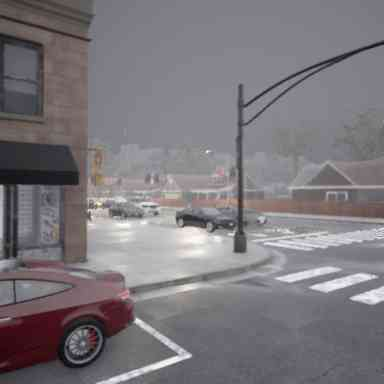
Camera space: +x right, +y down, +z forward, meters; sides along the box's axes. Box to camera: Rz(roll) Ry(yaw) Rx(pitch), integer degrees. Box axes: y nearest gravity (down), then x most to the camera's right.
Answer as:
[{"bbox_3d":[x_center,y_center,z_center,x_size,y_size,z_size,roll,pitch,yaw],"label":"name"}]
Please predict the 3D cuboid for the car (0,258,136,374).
[{"bbox_3d":[-2.779,1.583,4.203,4.206,1.307,1.802,0,0,-36],"label":"car"}]

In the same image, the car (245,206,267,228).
[{"bbox_3d":[3.192,1.672,23.825,2.128,1.511,4.902,0,-1,-36],"label":"car"}]

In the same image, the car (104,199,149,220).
[{"bbox_3d":[-6.249,1.740,31.422,1.837,1.490,4.892,0,1,-35],"label":"car"}]

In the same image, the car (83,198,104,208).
[{"bbox_3d":[-17.275,1.912,58.130,1.882,1.535,5.008,0,-1,-36],"label":"car"}]

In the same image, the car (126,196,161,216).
[{"bbox_3d":[-5.505,1.495,35.963,2.150,2.045,5.566,0,-1,-36],"label":"car"}]

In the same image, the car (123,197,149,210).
[{"bbox_3d":[-8.769,1.743,51.841,2.097,1.767,4.553,0,-1,-36],"label":"car"}]

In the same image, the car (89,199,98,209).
[{"bbox_3d":[-16.172,1.862,51.000,1.882,1.535,5.008,0,-1,-35],"label":"car"}]

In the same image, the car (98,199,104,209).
[{"bbox_3d":[-12.235,1.877,51.165,2.128,1.511,4.902,0,-1,-35],"label":"car"}]

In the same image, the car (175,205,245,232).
[{"bbox_3d":[0.845,1.640,21.516,1.882,1.535,5.008,0,-1,-36],"label":"car"}]

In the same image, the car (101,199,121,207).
[{"bbox_3d":[-14.634,2.013,60.022,1.994,1.385,4.181,0,-1,-36],"label":"car"}]
